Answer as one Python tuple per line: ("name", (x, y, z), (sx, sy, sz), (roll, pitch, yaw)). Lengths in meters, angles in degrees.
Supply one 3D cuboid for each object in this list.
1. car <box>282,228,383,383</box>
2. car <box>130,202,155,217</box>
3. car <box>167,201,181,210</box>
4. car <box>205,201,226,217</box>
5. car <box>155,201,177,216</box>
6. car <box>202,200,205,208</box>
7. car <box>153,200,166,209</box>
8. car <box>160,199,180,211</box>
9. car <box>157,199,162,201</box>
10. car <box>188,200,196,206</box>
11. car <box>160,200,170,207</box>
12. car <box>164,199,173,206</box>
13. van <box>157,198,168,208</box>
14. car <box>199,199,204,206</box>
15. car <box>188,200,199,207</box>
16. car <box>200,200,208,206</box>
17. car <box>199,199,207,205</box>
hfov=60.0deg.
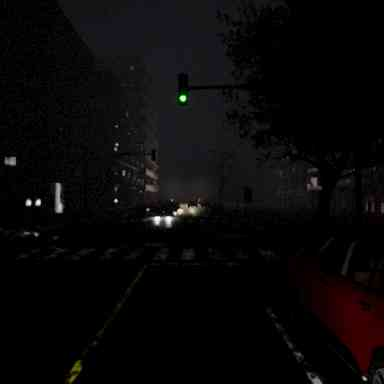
("car", (2.695, 1.368, 4.287), (2.192, 1.841, 5.009), (0, -1, 0))
("car", (-5.669, 2.000, 36.675), (2.008, 1.369, 4.403), (0, -1, 0))
("car", (-3.042, 2.275, 58.182), (2.033, 1.411, 5.357), (0, -1, 1))
("car", (2.711, 1.994, 36.670), (1.887, 1.381, 4.507), (0, -1, 0))
("car", (-3.080, 2.026, 37.701), (1.994, 1.385, 4.181), (0, -1, 0))
("car", (2.717, 2.119, 47.905), (1.752, 1.417, 4.829), (0, -1, 0))
("car", (-5.657, 2.176, 58.805), (1.967, 1.590, 4.097), (0, -1, 0))
("car", (-3.066, 2.154, 47.646), (1.994, 1.385, 4.181), (0, -1, 1))
("car", (-5.663, 2.142, 47.740), (2.008, 1.369, 4.403), (0, -1, 0))
("car", (0.044, 2.582, 77.747), (1.895, 1.301, 4.718), (0, -1, 0))
("car", (-5.651, 2.463, 69.867), (1.802, 1.307, 4.206), (0, -1, 0))
("car", (-5.645, 2.469, 80.934), (1.967, 1.590, 4.097), (0, -1, 0))
("van", (-5.654, 2.149, 64.339), (1.690, 1.788, 3.998), (0, -1, 0))
("car", (2.726, 2.391, 64.330), (1.802, 1.307, 4.206), (0, -1, 0))
("car", (0.141, 2.419, 67.847), (1.994, 1.385, 4.181), (0, -1, 0))
("car", (2.732, 2.483, 75.566), (1.752, 1.417, 4.829), (0, -1, 0))
("car", (2.738, 2.650, 86.460), (1.887, 1.381, 4.507), (0, -1, 0))
